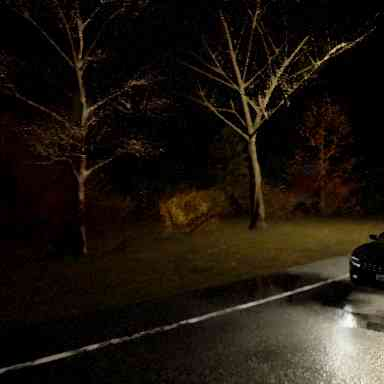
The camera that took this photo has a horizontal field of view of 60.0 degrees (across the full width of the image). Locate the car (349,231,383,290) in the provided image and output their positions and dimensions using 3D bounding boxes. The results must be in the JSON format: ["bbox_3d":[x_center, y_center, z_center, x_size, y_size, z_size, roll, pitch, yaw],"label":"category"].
[{"bbox_3d":[5.885,1.507,8.449,5.008,1.535,1.882,0,0,-39],"label":"car"}]
